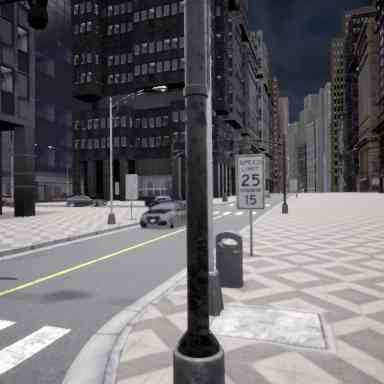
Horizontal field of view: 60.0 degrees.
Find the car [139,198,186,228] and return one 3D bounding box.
[{"bbox_3d":[-1.438,1.301,19.605,1.994,1.385,4.181,-1,1,19],"label":"car"}]

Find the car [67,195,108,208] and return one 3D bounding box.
[{"bbox_3d":[-11.986,1.112,38.116,4.892,1.490,1.837,0,0,19],"label":"car"}]

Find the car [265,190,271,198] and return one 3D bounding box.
[{"bbox_3d":[14.699,0.441,66.806,1.837,1.490,4.892,-1,1,19],"label":"car"}]

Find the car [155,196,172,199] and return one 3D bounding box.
[{"bbox_3d":[-2.472,1.115,34.264,4.718,1.301,1.895,-1,0,28],"label":"car"}]

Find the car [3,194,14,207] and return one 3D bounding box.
[{"bbox_3d":[-23.762,1.075,42.160,4.553,1.767,2.097,0,0,19],"label":"car"}]
